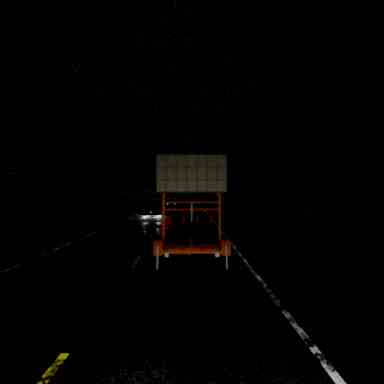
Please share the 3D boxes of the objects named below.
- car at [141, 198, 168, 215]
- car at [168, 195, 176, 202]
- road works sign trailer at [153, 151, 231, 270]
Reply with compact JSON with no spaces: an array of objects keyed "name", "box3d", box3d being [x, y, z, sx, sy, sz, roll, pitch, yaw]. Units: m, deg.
[{"name":"car","box3d":[-3.815,1.513,33.312,2.033,1.411,5.357,0,0,-1]},{"name":"car","box3d":[-4.461,1.407,73.646,1.882,1.535,5.008,0,0,-1]},{"name":"road works sign trailer","box3d":[-0.009,0.452,10.936,2.380,3.560,2.880,0,0,-1]}]
